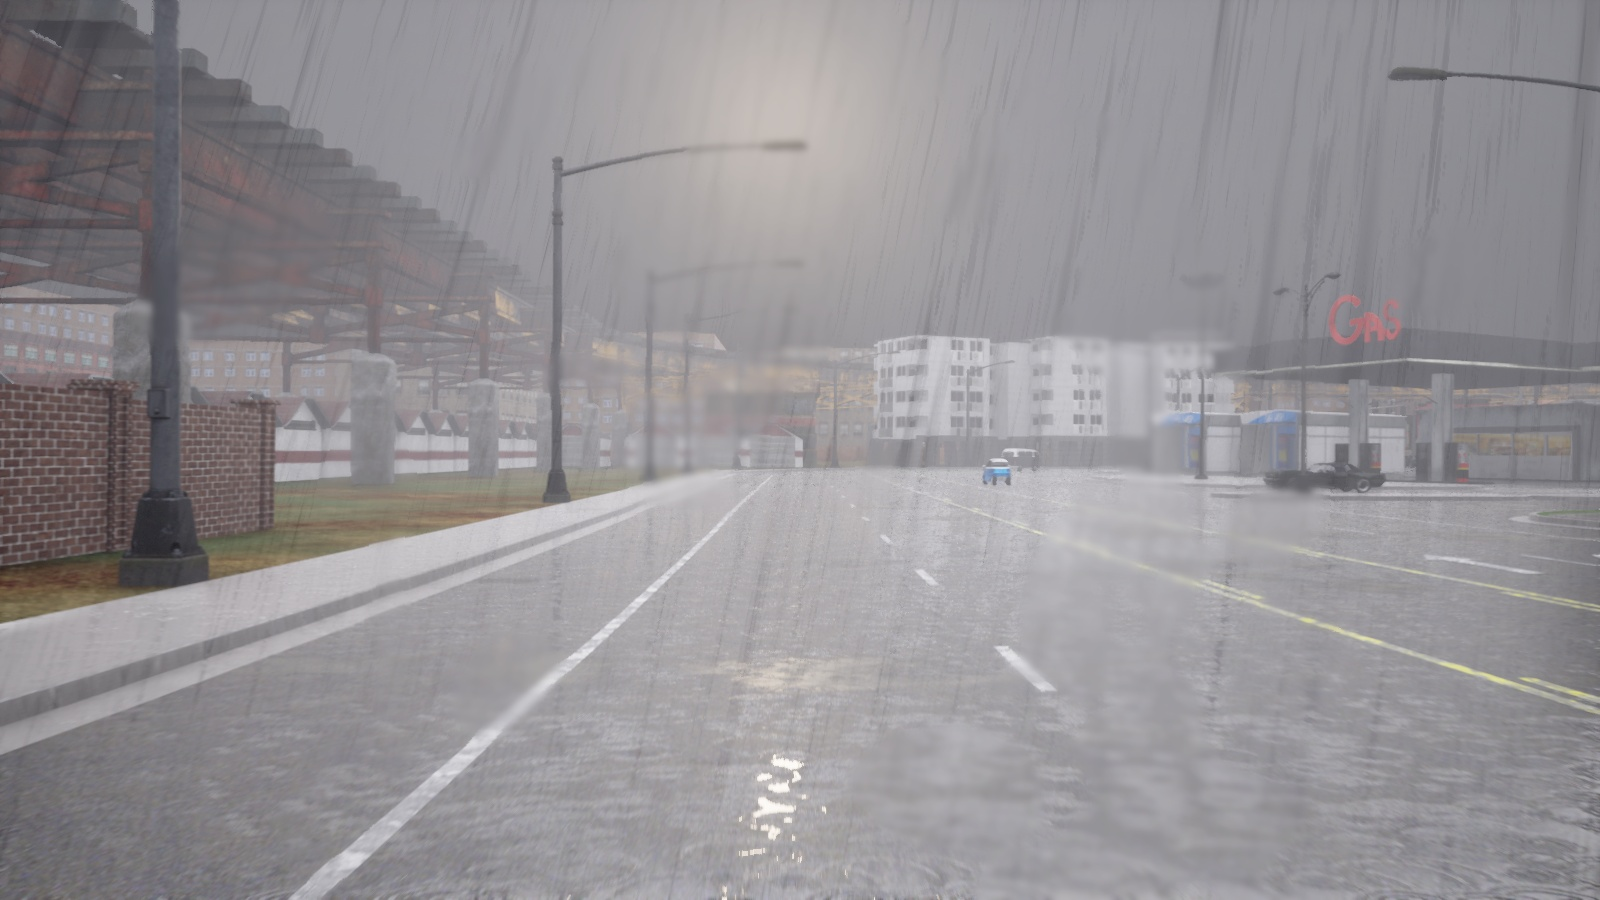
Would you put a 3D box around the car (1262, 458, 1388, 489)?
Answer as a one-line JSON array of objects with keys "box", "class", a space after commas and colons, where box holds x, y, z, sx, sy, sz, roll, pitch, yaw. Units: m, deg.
[{"box": [23.050, 1.033, 55.239, 4.718, 1.301, 1.895, 0, 0, 0], "class": "car"}]

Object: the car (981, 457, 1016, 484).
[{"box": [10.388, 1.050, 65.840, 1.481, 1.376, 2.207, 0, 0, -1], "class": "car"}]
